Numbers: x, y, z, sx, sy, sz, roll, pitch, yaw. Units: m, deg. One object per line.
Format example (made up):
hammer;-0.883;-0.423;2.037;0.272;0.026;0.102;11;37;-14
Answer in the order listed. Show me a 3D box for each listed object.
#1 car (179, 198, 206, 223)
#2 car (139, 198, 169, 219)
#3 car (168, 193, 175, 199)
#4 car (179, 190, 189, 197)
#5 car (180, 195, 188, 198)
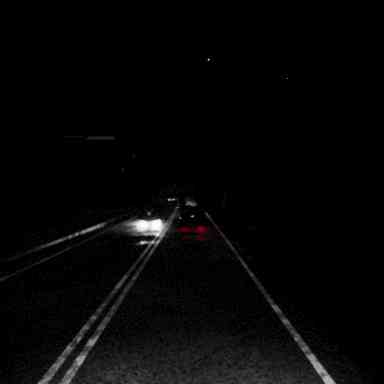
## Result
car;0.019;1.472;25.491;2.128;1.511;4.902;0;0;-1
car;-3.437;1.467;28.916;2.128;1.511;4.902;0;0;0
car;-5.490;0.985;88.910;2.128;1.511;4.902;0;1;-3
car;-2.079;0.575;85.905;2.150;2.045;5.566;0;1;-3
car;-0.268;1.465;42.967;1.812;1.442;4.674;0;0;-1
